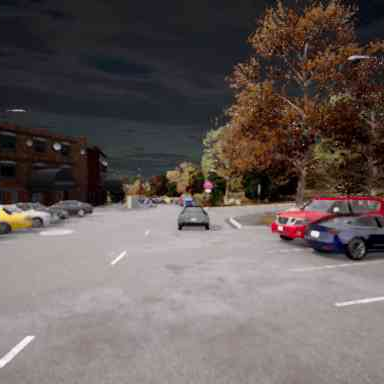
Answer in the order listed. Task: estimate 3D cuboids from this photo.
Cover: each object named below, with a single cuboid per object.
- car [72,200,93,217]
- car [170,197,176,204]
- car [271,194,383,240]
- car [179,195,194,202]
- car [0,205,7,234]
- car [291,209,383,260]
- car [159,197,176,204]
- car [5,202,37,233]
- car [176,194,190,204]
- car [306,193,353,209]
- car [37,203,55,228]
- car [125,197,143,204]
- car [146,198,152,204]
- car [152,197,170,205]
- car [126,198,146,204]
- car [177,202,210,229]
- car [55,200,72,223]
[{"bbox_3d":[-11.402,1.506,29.821,4.892,1.521,2.231,-1,0,-20],"label":"car"},{"bbox_3d":[-3.444,1.866,70.704,2.231,1.521,4.892,0,0,-18],"label":"car"},{"bbox_3d":[6.381,1.241,15.164,5.566,2.045,2.435,1,0,-20],"label":"car"},{"bbox_3d":[-0.634,1.617,53.556,2.097,1.535,5.008,0,-1,-1],"label":"car"},{"bbox_3d":[-11.413,1.535,15.156,4.674,1.452,2.002,-1,0,-20],"label":"car"},{"bbox_3d":[6.428,1.521,12.247,4.792,1.488,2.163,1,0,-20],"label":"car"},{"bbox_3d":[-5.648,1.949,76.003,2.097,1.535,5.008,-1,-1,-27],"label":"car"},{"bbox_3d":[-11.581,1.496,18.021,5.366,1.575,1.946,-1,0,-20],"label":"car"},{"bbox_3d":[-0.993,1.440,59.543,2.435,2.045,5.566,0,-1,-7],"label":"car"},{"bbox_3d":[14.850,0.939,36.056,4.181,1.385,1.994,-3,1,1],"label":"car"},{"bbox_3d":[-11.411,1.539,21.024,4.674,1.452,2.002,-1,0,-20],"label":"car"},{"bbox_3d":[-15.741,2.353,89.767,4.892,1.521,2.231,-4,-2,42],"label":"car"},{"bbox_3d":[-8.399,2.026,80.875,2.231,1.521,4.892,-1,-1,-35],"label":"car"},{"bbox_3d":[-6.475,1.926,68.825,1.994,1.385,4.181,0,-1,-17],"label":"car"},{"bbox_3d":[-14.001,2.141,82.668,1.994,1.385,4.181,-1,-1,-38],"label":"car"},{"bbox_3d":[0.117,1.577,21.477,1.994,1.385,4.181,0,0,1],"label":"car"},{"bbox_3d":[-11.415,1.502,23.958,4.892,1.521,2.231,-1,0,-20],"label":"car"}]
